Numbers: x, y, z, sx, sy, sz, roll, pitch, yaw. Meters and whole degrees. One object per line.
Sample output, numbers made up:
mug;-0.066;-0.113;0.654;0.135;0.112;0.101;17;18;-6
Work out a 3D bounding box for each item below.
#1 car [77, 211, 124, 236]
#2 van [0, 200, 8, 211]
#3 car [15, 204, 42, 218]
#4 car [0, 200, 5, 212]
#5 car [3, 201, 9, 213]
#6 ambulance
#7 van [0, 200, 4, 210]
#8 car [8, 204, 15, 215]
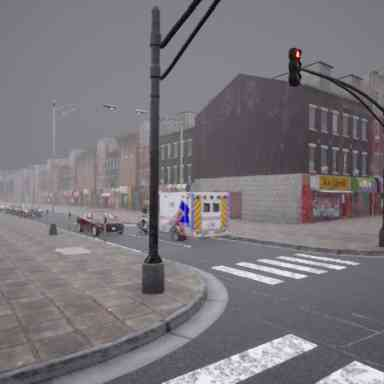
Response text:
car;-5.729;1.850;20.551;1.887;1.381;4.507;0;-1;-36
van;-34.971;2.431;60.881;1.690;1.788;3.998;0;-1;-36
car;-18.725;2.089;38.475;1.967;1.590;4.097;0;-1;-36
car;-31.620;2.525;56.260;1.752;1.417;4.829;0;-1;-36
car;-25.221;2.391;47.435;1.947;1.339;4.313;0;-1;-36
ambulance;-0.767;1.294;18.230;2.351;2.431;6.366;1;-1;-36
van;-38.220;2.518;65.362;1.690;1.788;3.998;0;-1;-36
car;-21.972;2.302;42.954;1.947;1.339;4.313;0;-1;-36
